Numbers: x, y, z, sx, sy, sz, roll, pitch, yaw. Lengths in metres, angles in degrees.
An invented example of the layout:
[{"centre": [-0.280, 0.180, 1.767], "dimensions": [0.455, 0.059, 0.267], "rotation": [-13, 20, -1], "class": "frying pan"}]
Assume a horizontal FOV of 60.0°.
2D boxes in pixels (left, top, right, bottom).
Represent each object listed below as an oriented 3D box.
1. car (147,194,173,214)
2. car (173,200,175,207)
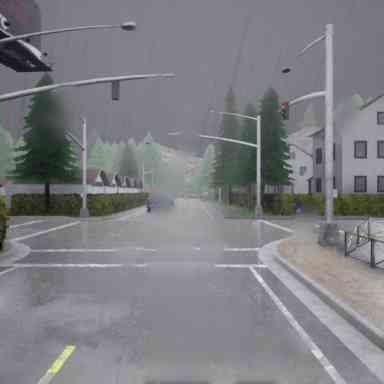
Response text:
[{"centre": [-3.591, 1.225, 36.475], "dimensions": [2.150, 2.045, 5.566], "rotation": [0, 0, 0], "class": "car"}, {"centre": [-3.566, 1.525, 48.658], "dimensions": [1.812, 1.442, 4.674], "rotation": [0, 0, 0], "class": "car"}]
